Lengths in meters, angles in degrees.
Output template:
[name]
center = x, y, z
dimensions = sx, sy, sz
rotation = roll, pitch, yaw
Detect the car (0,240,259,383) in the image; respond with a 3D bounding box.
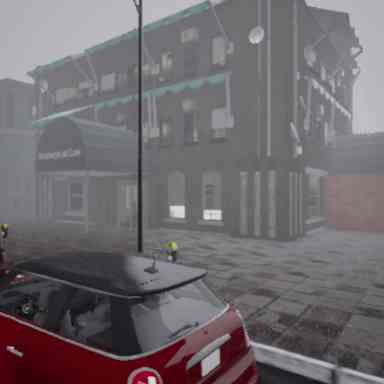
[car]
center = -1.422, 1.436, 3.895
dimensions = 4.097, 1.590, 1.967
rotation = 0, 0, 36
